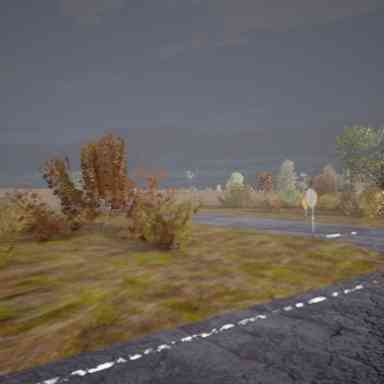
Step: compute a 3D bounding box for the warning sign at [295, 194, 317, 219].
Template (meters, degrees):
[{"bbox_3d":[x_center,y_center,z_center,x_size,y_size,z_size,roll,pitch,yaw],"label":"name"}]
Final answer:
[{"bbox_3d":[8.675,1.060,25.351,1.300,1.860,1.060,0,0,-35],"label":"warning sign"}]
